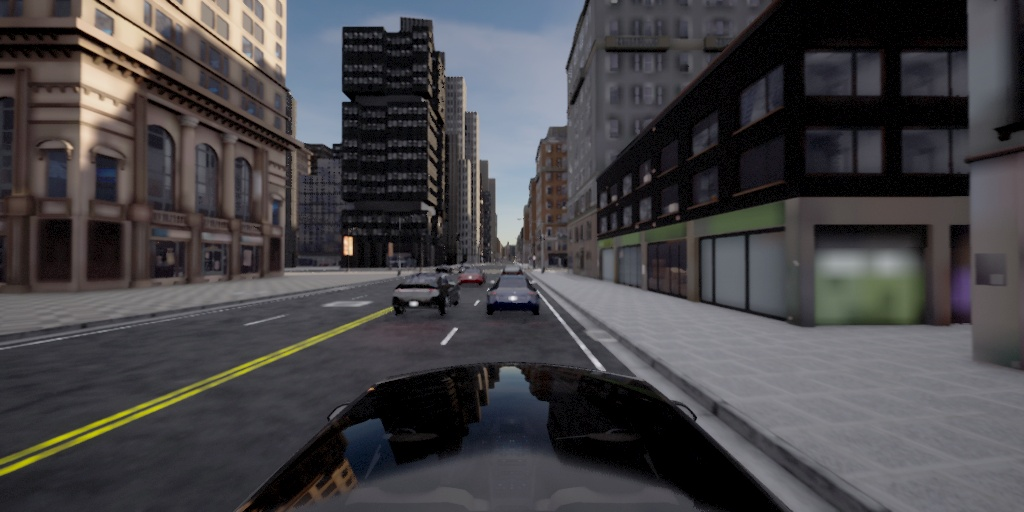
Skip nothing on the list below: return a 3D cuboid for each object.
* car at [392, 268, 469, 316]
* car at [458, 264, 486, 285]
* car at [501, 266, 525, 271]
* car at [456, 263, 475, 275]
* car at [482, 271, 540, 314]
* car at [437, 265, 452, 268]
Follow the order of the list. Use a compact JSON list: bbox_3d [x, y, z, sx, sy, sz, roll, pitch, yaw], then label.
[{"bbox_3d":[-3.206,1.388,14.220,2.128,1.511,4.902,0,-1,1],"label":"car"},{"bbox_3d":[-3.203,1.640,29.519,1.994,1.385,4.181,0,-1,0],"label":"car"},{"bbox_3d":[0.052,1.563,30.402,1.882,1.535,5.008,0,0,0],"label":"car"},{"bbox_3d":[-6.551,1.821,51.031,2.128,1.511,4.902,0,-1,0],"label":"car"},{"bbox_3d":[0.047,1.464,14.510,1.994,1.385,4.181,0,-1,0],"label":"car"},{"bbox_3d":[-9.795,1.938,51.625,1.895,1.301,4.718,0,-1,1],"label":"car"}]
